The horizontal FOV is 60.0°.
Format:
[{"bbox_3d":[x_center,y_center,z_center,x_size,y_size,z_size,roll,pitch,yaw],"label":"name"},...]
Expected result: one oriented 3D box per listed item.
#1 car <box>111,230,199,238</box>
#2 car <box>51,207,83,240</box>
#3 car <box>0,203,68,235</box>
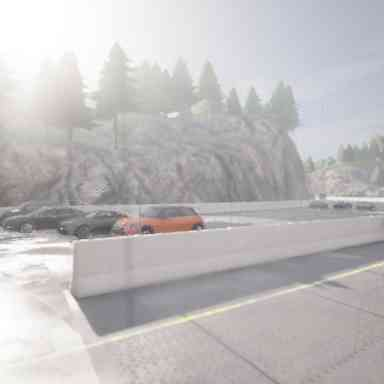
[{"bbox_3d":[-1.567,1.456,16.123,4.553,1.767,2.097,0,0,-39],"label":"car"},{"bbox_3d":[-4.952,1.666,17.892,4.181,1.385,1.994,1,-1,-38],"label":"car"},{"bbox_3d":[-8.358,1.604,19.678,4.892,1.490,1.837,1,-1,-37],"label":"car"}]
